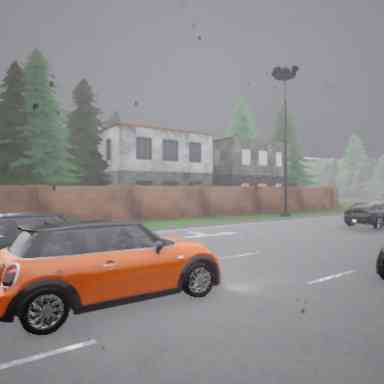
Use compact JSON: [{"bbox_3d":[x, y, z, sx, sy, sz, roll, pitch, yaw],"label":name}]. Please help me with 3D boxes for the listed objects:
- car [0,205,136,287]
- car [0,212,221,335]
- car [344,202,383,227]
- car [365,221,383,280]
[{"bbox_3d":[-4.117,1.339,9.408,4.553,1.767,2.097,0,0,-36],"label":"car"},{"bbox_3d":[-1.561,1.335,6.934,4.553,1.767,2.097,0,0,-36],"label":"car"},{"bbox_3d":[11.223,1.368,20.366,4.892,1.490,1.837,0,0,-36],"label":"car"},{"bbox_3d":[6.488,1.498,8.381,4.181,1.385,1.994,0,0,-36],"label":"car"}]
